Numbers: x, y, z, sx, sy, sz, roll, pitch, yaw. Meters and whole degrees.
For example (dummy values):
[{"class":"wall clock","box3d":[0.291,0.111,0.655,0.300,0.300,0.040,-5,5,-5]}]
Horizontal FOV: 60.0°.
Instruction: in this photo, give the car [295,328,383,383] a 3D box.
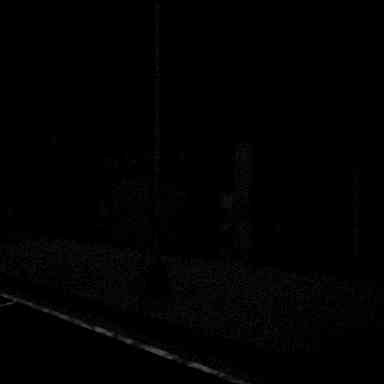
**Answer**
[{"class":"car","box3d":[2.715,1.317,0.874,5.009,1.841,2.192,0,0,35]}]
